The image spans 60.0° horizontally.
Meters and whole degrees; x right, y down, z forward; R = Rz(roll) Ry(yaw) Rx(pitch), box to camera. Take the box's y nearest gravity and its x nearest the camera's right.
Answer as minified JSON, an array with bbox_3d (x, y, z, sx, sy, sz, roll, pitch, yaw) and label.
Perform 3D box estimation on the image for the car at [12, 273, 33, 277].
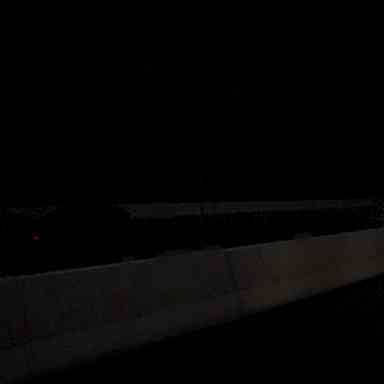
[{"bbox_3d":[-6.184,1.352,8.180,4.553,1.767,2.097,0,0,-36],"label":"car"}]
